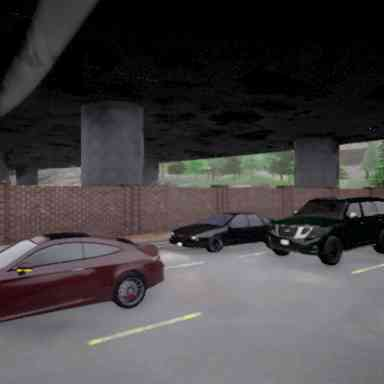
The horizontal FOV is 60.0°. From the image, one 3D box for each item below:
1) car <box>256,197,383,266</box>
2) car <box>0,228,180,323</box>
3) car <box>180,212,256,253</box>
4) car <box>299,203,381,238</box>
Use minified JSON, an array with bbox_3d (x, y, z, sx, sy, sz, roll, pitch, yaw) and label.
[{"bbox_3d":[5.139,1.208,11.938,5.566,2.045,2.150,0,0,-35],"label":"car"},{"bbox_3d":[-2.726,1.522,6.346,4.674,1.442,1.812,0,0,-36],"label":"car"},{"bbox_3d":[1.717,1.534,13.803,5.357,1.411,2.033,0,0,-35],"label":"car"},{"bbox_3d":[8.241,1.470,18.336,5.008,1.535,1.882,0,0,-35],"label":"car"}]
